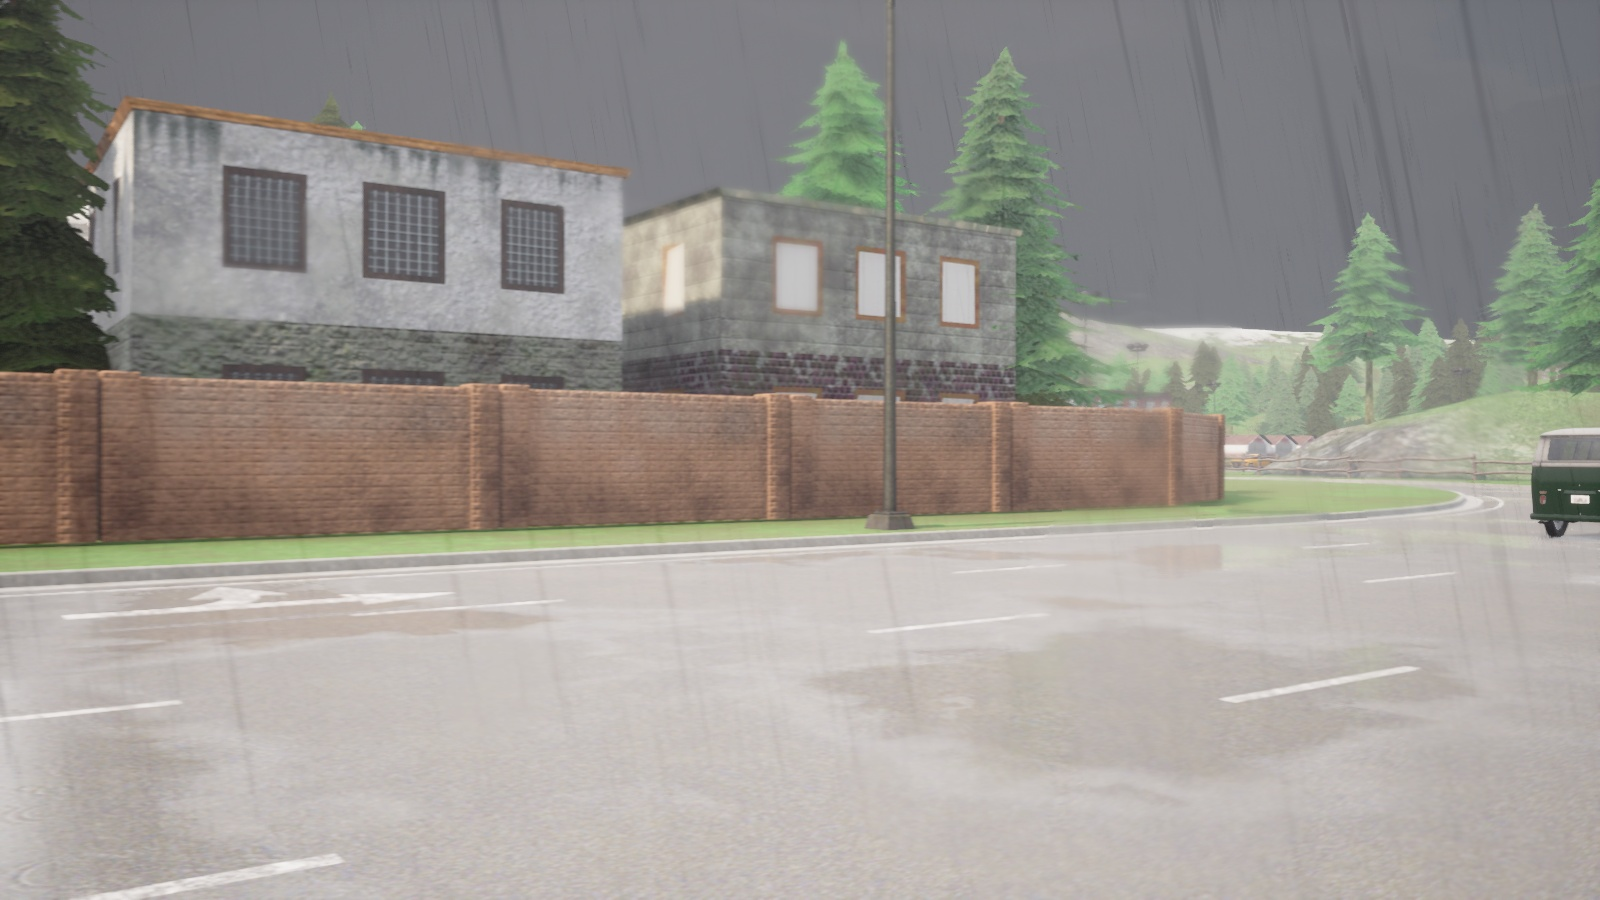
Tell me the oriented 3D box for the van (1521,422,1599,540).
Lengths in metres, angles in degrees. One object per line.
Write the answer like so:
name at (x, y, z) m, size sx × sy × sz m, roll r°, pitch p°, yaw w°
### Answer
van at (15.031, 0.521, 22.652) m, size 4.442 × 1.987 × 1.775 m, roll 0°, pitch 0°, yaw -35°
